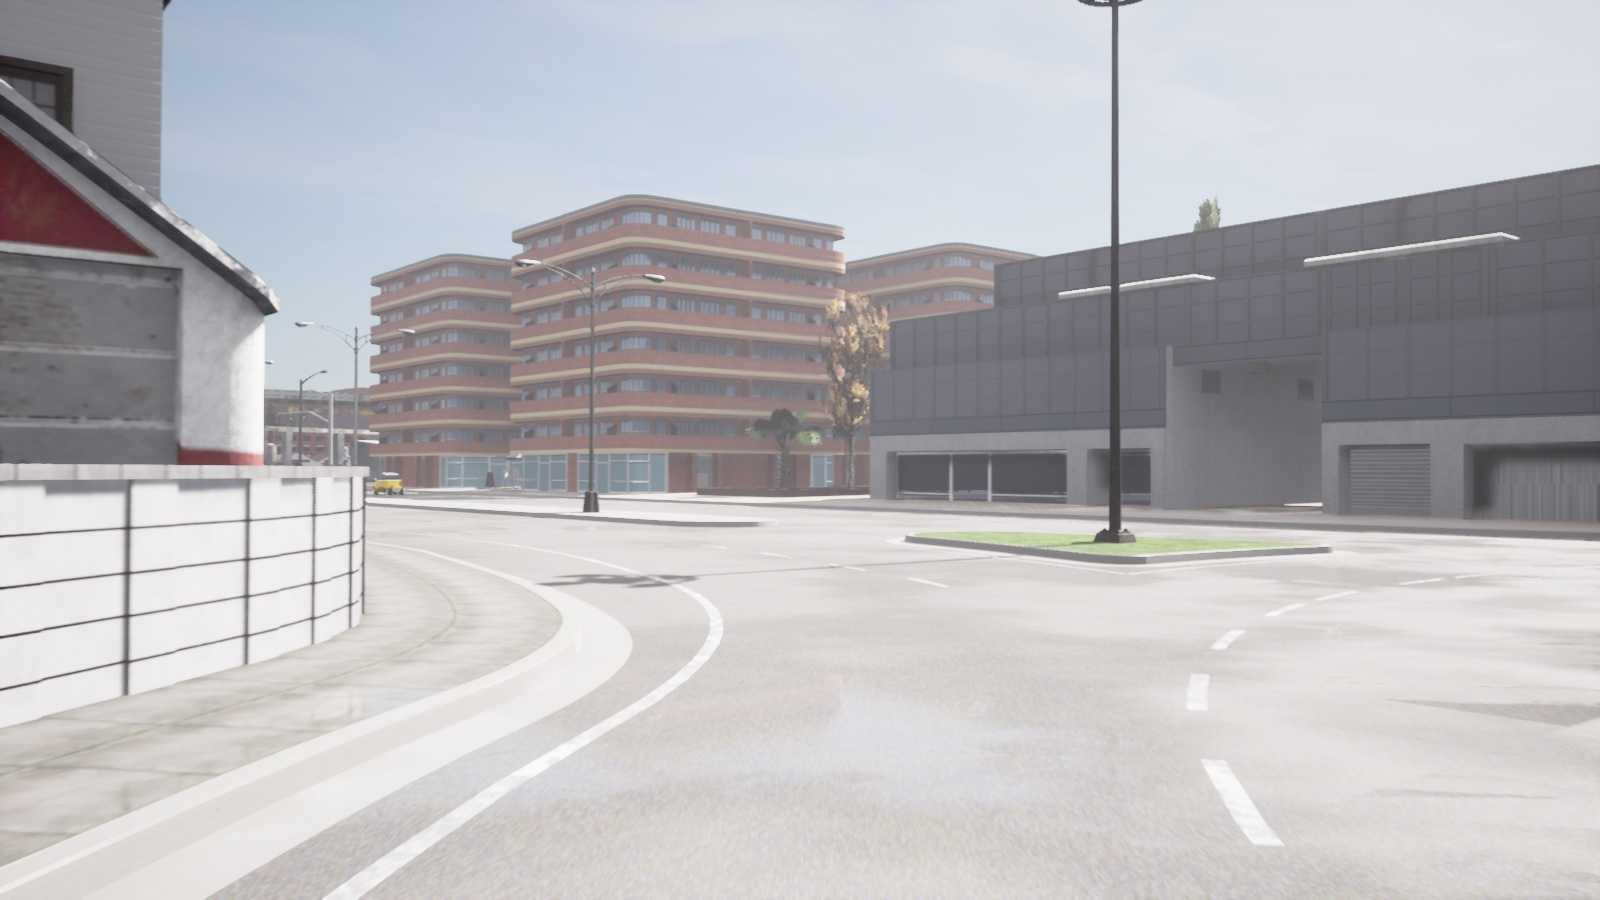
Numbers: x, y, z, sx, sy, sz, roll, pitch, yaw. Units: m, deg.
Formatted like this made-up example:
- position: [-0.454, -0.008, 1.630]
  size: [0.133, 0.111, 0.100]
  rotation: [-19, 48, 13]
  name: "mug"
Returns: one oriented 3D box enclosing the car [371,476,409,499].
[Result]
- position: [-24.716, 2.239, 75.733]
  size: [1.481, 1.376, 2.207]
  rotation: [1, -1, -39]
  name: "car"
